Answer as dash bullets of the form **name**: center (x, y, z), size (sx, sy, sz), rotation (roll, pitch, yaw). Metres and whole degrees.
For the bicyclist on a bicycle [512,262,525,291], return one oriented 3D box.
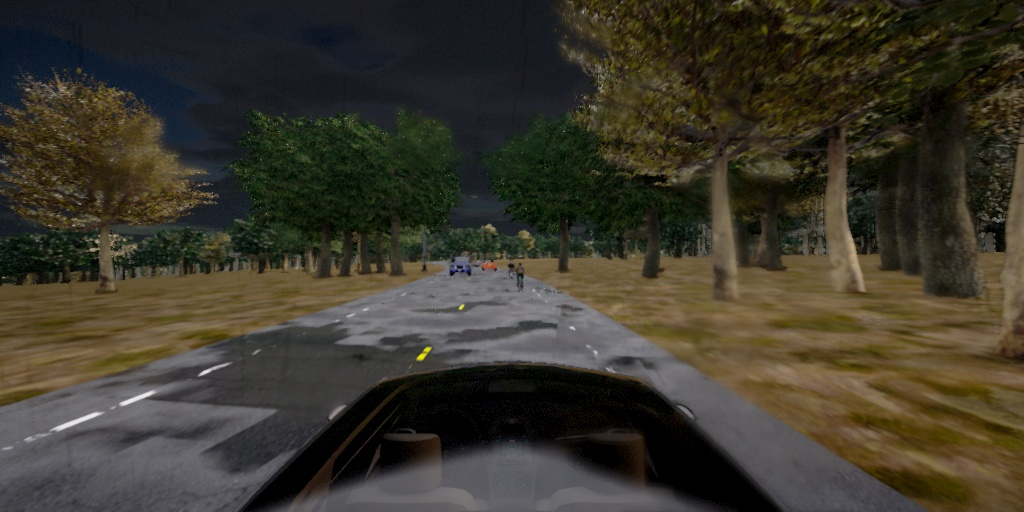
- **bicyclist on a bicycle**: center (0.468, 1.205, 20.323), size (0.582, 1.620, 1.656), rotation (0, 0, -3)

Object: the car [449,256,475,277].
- **car**: center (-5.332, 1.042, 37.675), size (2.150, 2.045, 5.566), rotation (0, 0, -5)

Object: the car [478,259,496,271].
- **car**: center (-3.555, 1.291, 54.315), size (2.097, 1.767, 4.553), rotation (0, -1, -7)

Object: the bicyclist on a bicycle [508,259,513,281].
- **bicyclist on a bicycle**: center (-0.068, 1.149, 29.259), size (0.659, 1.776, 1.843), rotation (0, 0, -4)
